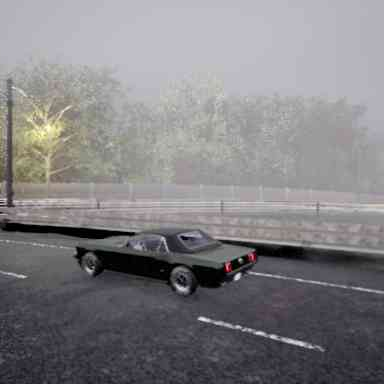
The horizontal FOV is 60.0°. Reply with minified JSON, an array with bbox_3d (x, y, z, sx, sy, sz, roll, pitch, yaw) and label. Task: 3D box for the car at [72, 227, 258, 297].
[{"bbox_3d":[-0.871,1.562,8.509,4.718,1.301,1.895,0,0,33],"label":"car"}]
